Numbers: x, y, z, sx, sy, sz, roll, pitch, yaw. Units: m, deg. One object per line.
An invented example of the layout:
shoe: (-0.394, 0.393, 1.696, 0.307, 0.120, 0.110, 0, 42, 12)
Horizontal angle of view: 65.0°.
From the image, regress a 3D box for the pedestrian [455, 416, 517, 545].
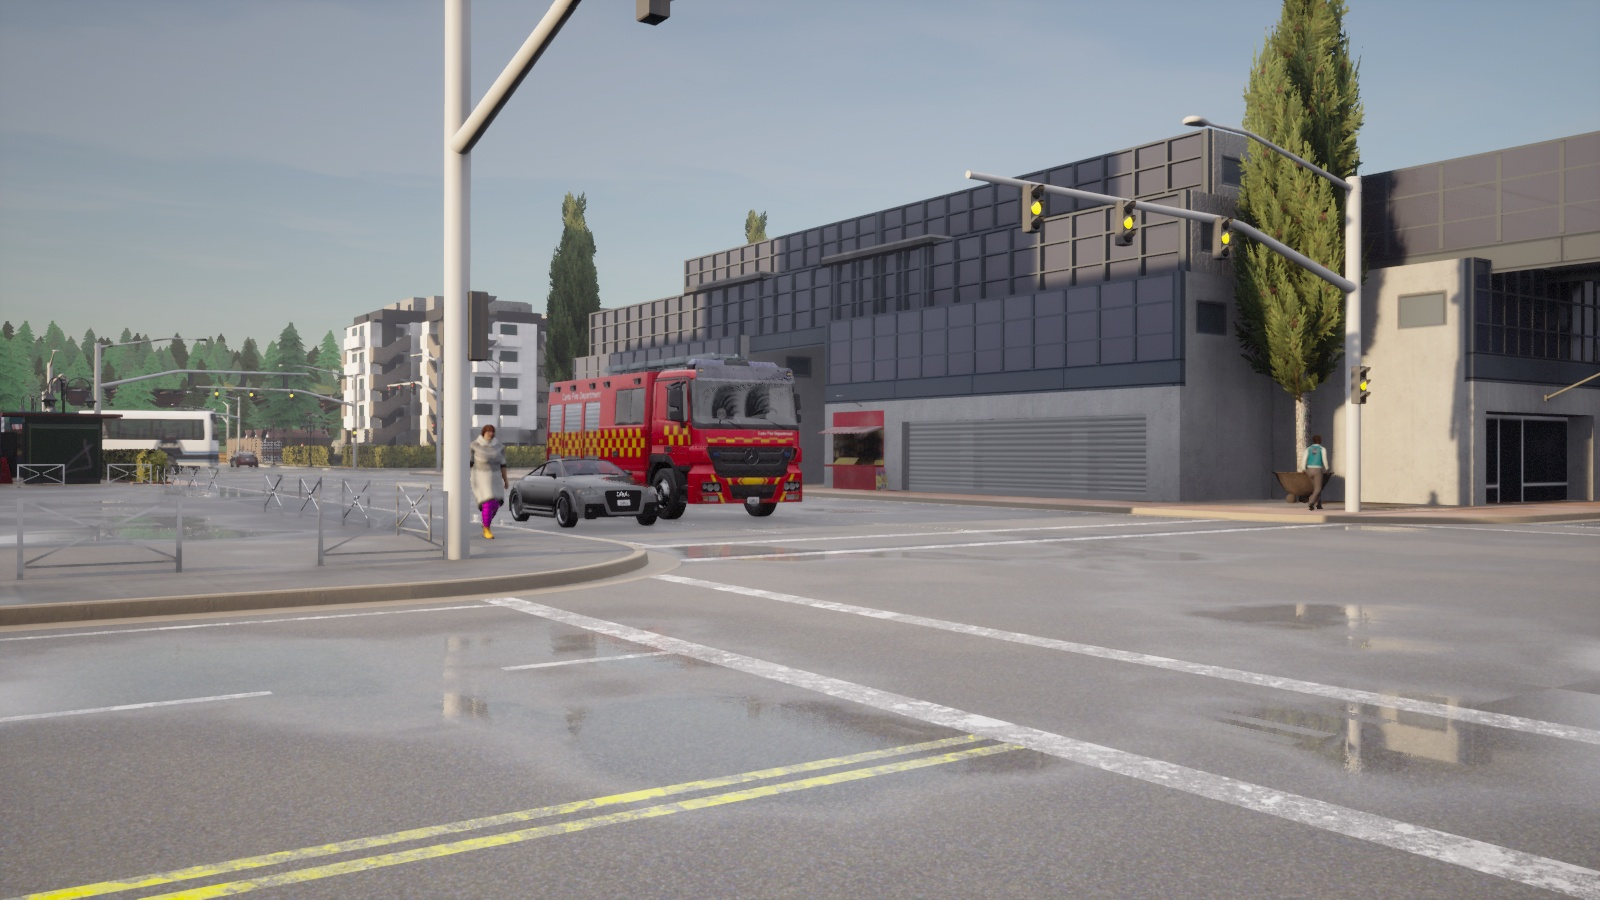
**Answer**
pedestrian: (-4.906, 0.462, 19.622, 0.659, 1.952, 0.873, 0, 0, -36)

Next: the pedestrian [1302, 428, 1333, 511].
pedestrian: (12.248, 0.450, 29.715, 0.692, 1.930, 0.396, 0, 0, -41)

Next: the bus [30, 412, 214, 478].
bus: (-45.219, -0.330, 84.210, 10.273, 4.253, 3.944, 0, 0, -17)

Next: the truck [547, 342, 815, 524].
truck: (-3.203, -0.338, 30.756, 2.891, 3.827, 8.468, 0, 0, -33)

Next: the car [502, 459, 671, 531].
car: (-4.588, 0.883, 26.522, 1.994, 1.385, 4.181, 0, 0, -34)
